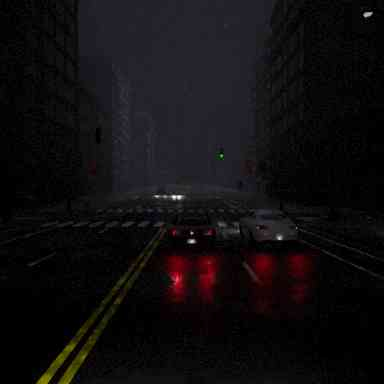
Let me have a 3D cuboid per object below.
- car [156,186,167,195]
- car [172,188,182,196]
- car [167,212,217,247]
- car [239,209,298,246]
[{"bbox_3d":[-6.499,-0.351,71.645,2.150,2.045,5.566,0,2,0],"label":"car"},{"bbox_3d":[-3.249,-0.052,71.684,2.128,1.511,4.902,0,2,0],"label":"car"},{"bbox_3d":[0.000,1.538,14.677,1.895,1.301,4.718,0,0,0],"label":"car"},{"bbox_3d":[3.250,1.455,14.647,1.812,1.442,4.674,0,0,0],"label":"car"}]
